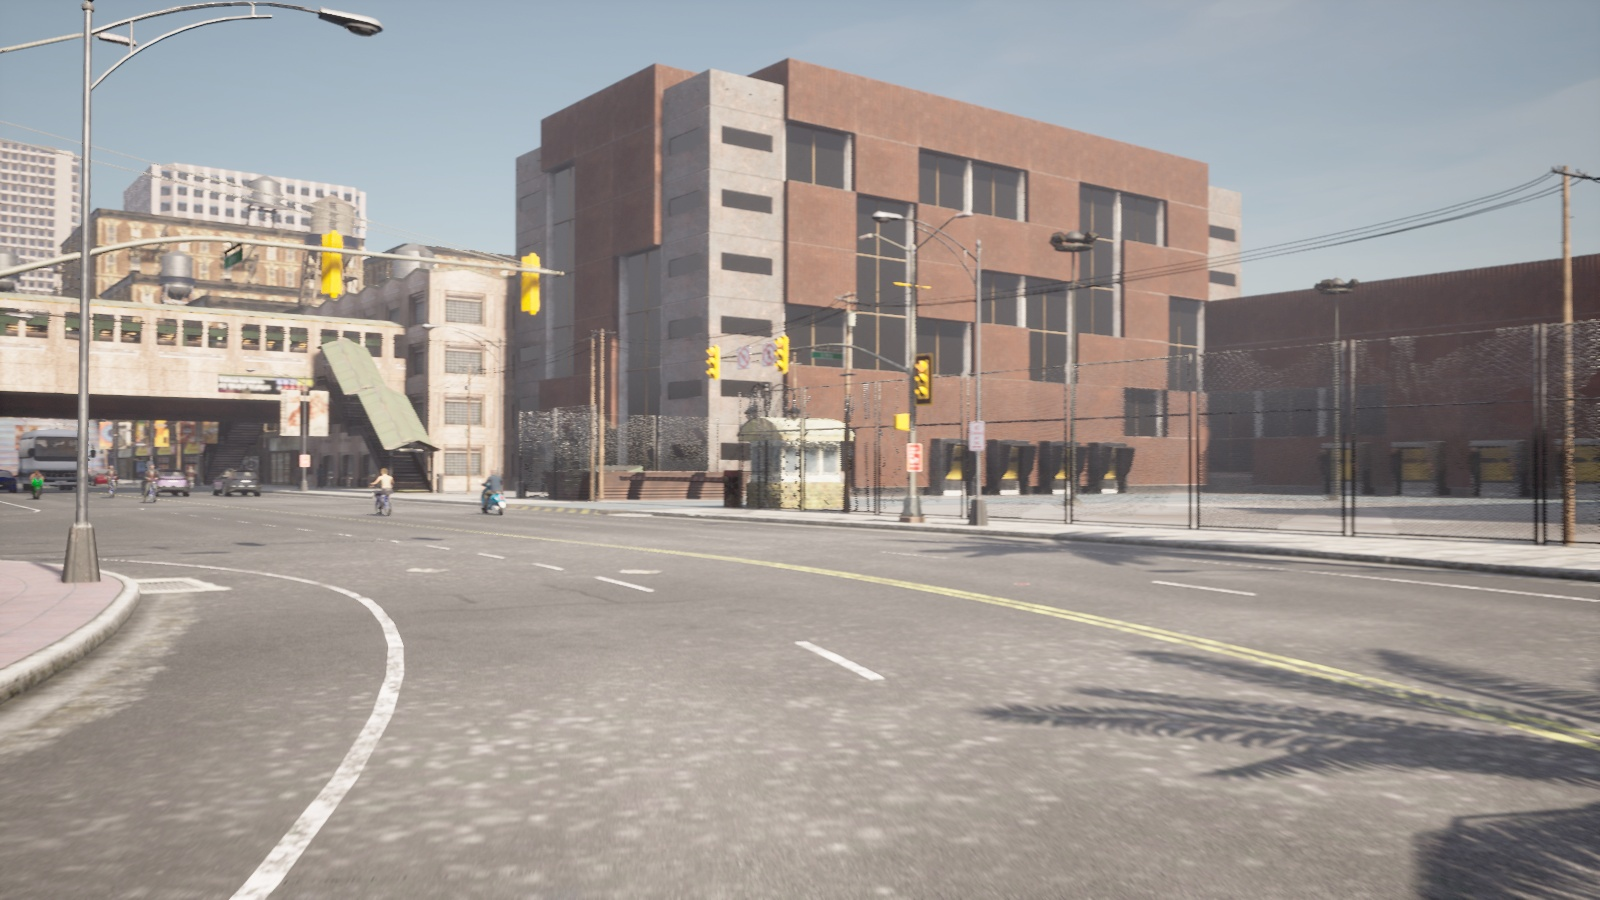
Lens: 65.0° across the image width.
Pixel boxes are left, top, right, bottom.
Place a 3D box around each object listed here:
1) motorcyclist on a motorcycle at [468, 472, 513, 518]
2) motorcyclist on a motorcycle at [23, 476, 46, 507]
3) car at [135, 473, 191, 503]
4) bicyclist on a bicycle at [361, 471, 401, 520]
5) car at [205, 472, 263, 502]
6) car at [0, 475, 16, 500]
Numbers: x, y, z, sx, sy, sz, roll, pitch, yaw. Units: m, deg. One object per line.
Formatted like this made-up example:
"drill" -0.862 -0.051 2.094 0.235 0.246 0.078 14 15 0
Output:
"motorcyclist on a motorcycle" -10.837 1.559 43.912 0.866 1.590 1.817 0 -1 -37
"motorcyclist on a motorcycle" -38.302 2.042 62.807 0.797 1.523 2.044 0 -1 -37
"car" -36.677 2.141 72.261 2.033 1.649 4.856 0 -1 -37
"bicyclist on a bicycle" -14.220 1.536 42.585 0.866 1.612 1.509 0 -1 -37
"car" -33.037 2.139 73.251 2.033 1.649 4.856 0 -1 -37
"car" -51.553 2.400 80.450 1.882 1.535 5.008 0 -1 -37
